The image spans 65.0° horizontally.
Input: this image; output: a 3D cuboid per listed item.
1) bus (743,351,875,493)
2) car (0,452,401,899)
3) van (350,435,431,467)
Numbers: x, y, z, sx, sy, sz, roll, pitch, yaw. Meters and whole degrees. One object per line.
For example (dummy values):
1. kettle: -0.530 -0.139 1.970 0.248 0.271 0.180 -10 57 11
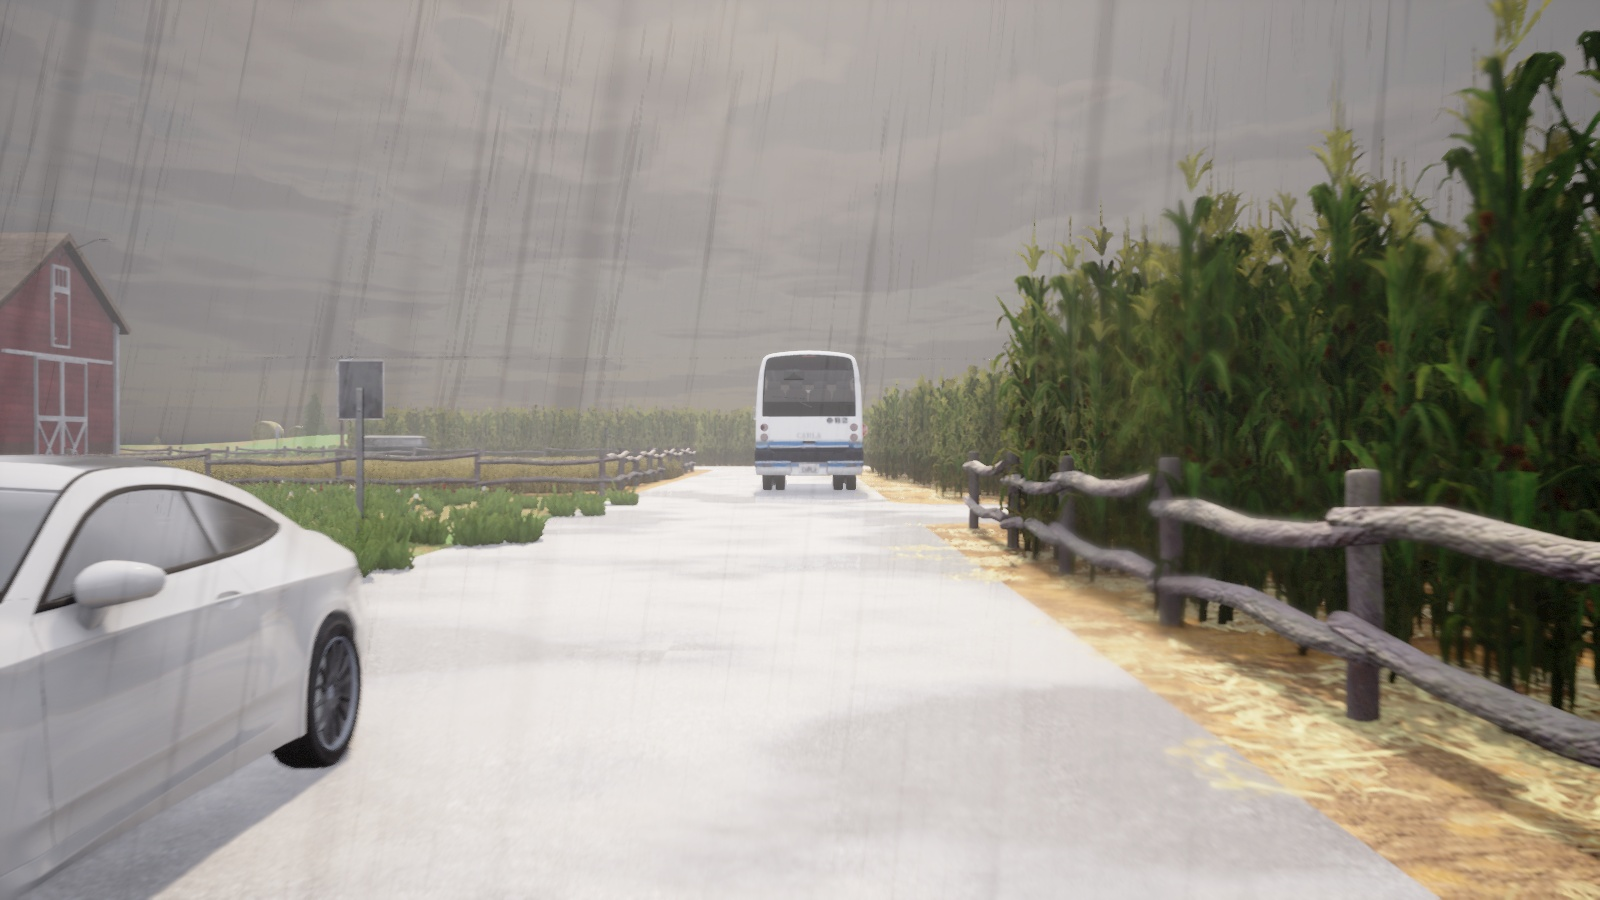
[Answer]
1. bus: 0.307 -0.871 42.689 3.944 4.253 10.273 0 0 0
2. car: -3.055 0.745 4.377 1.812 1.442 4.674 0 0 0
3. van: -25.520 0.036 78.320 4.442 1.987 1.775 0 0 1
